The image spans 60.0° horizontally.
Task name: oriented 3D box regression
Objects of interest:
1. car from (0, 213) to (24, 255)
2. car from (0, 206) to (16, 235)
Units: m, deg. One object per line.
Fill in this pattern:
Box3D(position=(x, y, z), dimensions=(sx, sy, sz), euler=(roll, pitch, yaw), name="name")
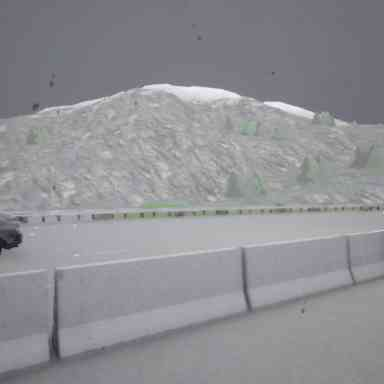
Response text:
Box3D(position=(-8.254, 1.471, 10.886), dimensions=(4.892, 1.490, 1.837), euler=(0, 0, -35), name="car")
Box3D(position=(-11.538, 1.515, 17.117), dimensions=(4.181, 1.385, 1.994), euler=(0, 0, -35), name="car")
